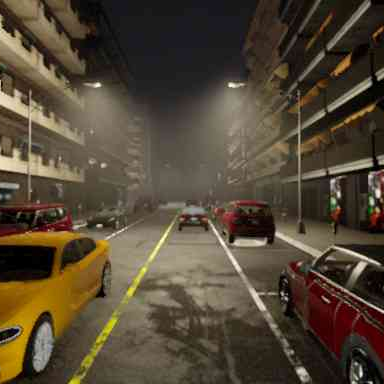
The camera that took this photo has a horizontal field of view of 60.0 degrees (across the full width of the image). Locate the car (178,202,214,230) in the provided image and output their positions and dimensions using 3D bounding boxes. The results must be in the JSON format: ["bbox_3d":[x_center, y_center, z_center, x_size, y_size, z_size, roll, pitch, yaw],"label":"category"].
[{"bbox_3d":[0.076,1.568,21.183,2.033,1.411,5.357,0,0,0],"label":"car"}]

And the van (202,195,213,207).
[{"bbox_3d":[2.489,1.449,54.514,1.690,1.788,3.998,1,0,0],"label":"van"}]

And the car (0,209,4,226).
[{"bbox_3d":[-5.297,1.318,4.783,2.192,1.841,5.009,1,0,0],"label":"car"}]

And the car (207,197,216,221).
[{"bbox_3d":[2.520,1.471,26.857,1.967,1.590,4.097,1,0,0],"label":"car"}]

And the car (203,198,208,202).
[{"bbox_3d":[2.504,1.637,37.919,1.802,1.307,4.206,1,0,0],"label":"car"}]

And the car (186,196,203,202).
[{"bbox_3d":[0.053,1.571,41.512,1.837,1.490,4.892,0,0,0],"label":"car"}]

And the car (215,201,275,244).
[{"bbox_3d":[2.536,1.328,15.794,2.192,1.841,5.009,1,0,0],"label":"car"}]

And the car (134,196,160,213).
[{"bbox_3d":[-5.337,1.370,37.966,2.192,1.841,5.009,1,0,0],"label":"car"}]

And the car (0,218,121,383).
[{"bbox_3d":[-2.757,1.481,5.716,1.882,1.535,5.008,0,0,0],"label":"car"}]

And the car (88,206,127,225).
[{"bbox_3d":[-5.323,1.587,21.376,1.947,1.339,4.313,1,0,0],"label":"car"}]

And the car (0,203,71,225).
[{"bbox_3d":[-5.303,1.323,10.313,2.192,1.841,5.009,1,0,0],"label":"car"}]

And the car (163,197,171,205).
[{"bbox_3d":[-5.369,1.711,60.090,1.802,1.307,4.206,1,0,0],"label":"car"}]

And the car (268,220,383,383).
[{"bbox_3d":[2.588,1.444,4.732,1.967,1.590,4.097,1,0,0],"label":"car"}]

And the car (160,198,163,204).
[{"bbox_3d":[-5.349,1.615,43.497,1.887,1.381,4.507,1,0,0],"label":"car"}]

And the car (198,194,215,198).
[{"bbox_3d":[2.496,1.403,48.983,2.192,1.841,5.009,1,0,0],"label":"car"}]
